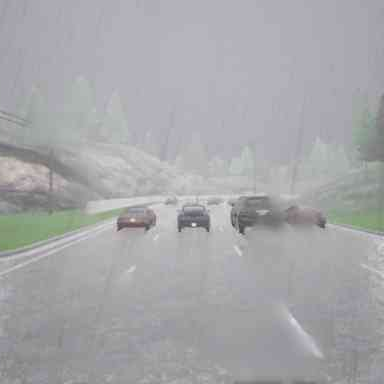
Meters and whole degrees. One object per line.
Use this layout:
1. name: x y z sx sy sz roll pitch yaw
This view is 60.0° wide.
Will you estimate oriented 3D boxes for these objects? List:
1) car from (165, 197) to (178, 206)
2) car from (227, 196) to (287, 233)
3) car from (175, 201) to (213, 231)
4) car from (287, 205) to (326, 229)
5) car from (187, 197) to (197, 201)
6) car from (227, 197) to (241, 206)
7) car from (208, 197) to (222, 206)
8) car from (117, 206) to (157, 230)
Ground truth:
1. car: -3.481 1.565 56.395 2.033 1.411 5.357 0 0 2
2. car: 3.598 1.228 19.638 2.150 2.045 5.566 0 0 0
3. car: 0.097 1.511 20.532 1.837 1.490 4.892 0 0 0
4. car: 7.085 1.532 21.547 1.812 1.442 4.674 0 0 0
5. car: 0.024 1.543 56.783 1.812 1.442 4.674 0 0 2
6. car: 7.012 1.581 56.027 1.994 1.385 4.181 0 0 2
7. car: 3.506 1.565 55.582 2.033 1.411 5.357 0 0 2
8. car: -3.403 1.570 21.066 1.994 1.385 4.181 0 0 0
